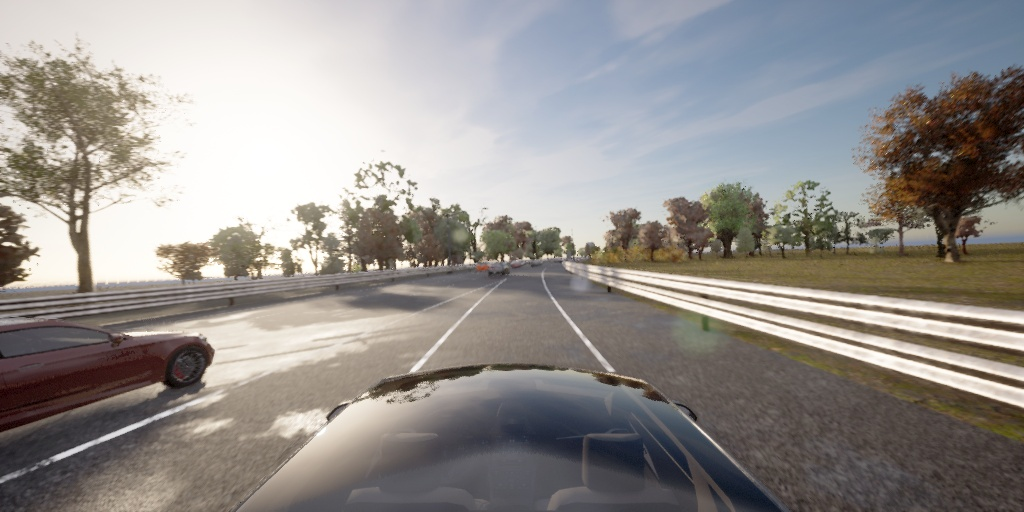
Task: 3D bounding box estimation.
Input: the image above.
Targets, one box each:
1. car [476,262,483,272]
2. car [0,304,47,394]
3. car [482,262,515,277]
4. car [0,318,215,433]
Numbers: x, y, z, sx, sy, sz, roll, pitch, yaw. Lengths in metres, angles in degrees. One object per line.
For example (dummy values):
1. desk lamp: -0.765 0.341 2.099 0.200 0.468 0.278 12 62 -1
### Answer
1. car: -4.692 1.807 62.686 2.097 1.767 4.553 -3 -1 11
2. car: -10.118 1.708 4.532 1.837 1.490 4.892 -3 -1 7
3. car: -1.454 1.575 41.046 2.128 1.511 4.902 -3 -1 9
4. car: -6.578 1.545 4.665 1.812 1.442 4.674 -3 -1 7
